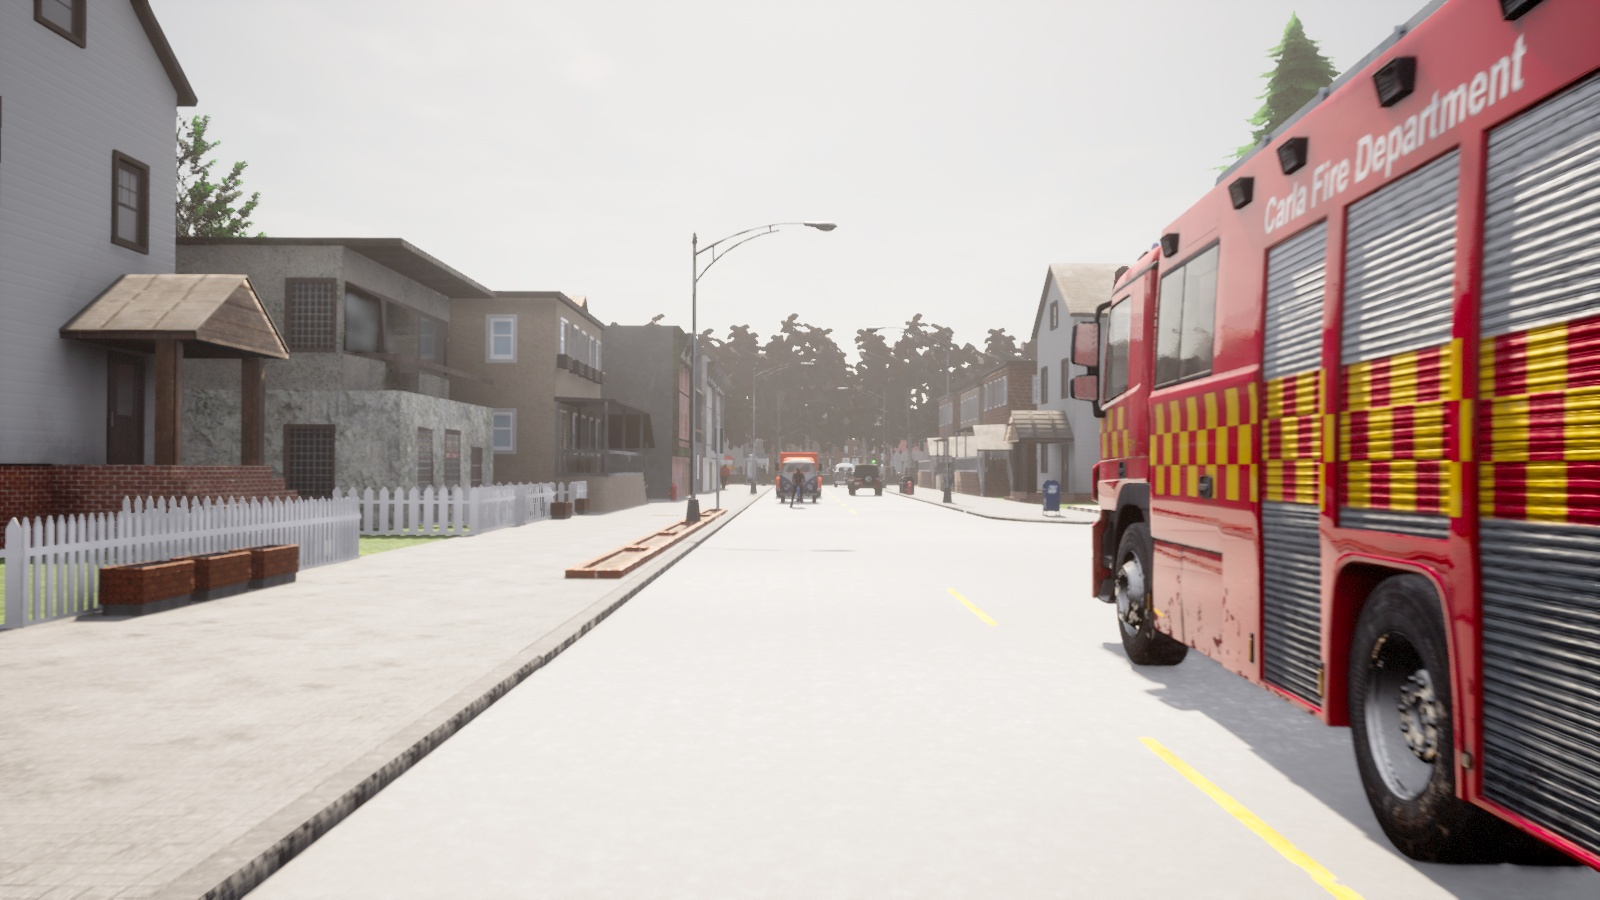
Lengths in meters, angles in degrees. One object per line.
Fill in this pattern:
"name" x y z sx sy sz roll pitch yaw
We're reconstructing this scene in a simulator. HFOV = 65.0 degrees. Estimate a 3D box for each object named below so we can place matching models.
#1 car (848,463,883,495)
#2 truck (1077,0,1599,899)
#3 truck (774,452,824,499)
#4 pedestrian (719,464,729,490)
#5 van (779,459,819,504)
"car" 3.923 1.738 75.537 1.905 1.878 3.866 0 -1 0
"truck" 3.913 -0.250 7.778 2.891 3.827 8.468 0 -1 3
"truck" -0.071 1.370 68.922 2.627 2.467 5.204 0 -1 0
"pedestrian" -5.228 1.858 86.755 0.634 1.844 0.899 0 -1 -2
"van" -0.059 1.456 58.759 1.775 1.987 4.442 0 -1 0
